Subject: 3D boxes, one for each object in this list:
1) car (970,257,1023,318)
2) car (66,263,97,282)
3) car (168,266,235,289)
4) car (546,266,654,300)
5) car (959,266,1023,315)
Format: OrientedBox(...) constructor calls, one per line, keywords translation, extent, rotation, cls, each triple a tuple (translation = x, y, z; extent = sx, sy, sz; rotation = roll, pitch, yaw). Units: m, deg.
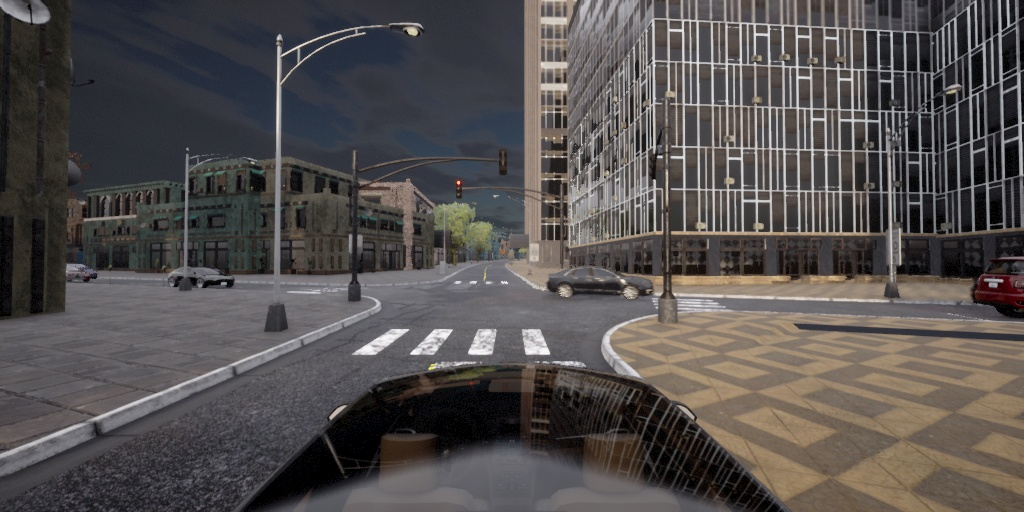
OrientedBox(translation=(16.301, 0.922, 9.653), extent=(5.009, 1.841, 2.192), rotation=(0, 0, 20), cls="car")
OrientedBox(translation=(-35.317, 1.403, 28.227), extent=(4.207, 1.307, 1.802), rotation=(0, 0, 20), cls="car")
OrientedBox(translation=(-19.653, 1.324, 22.633), extent=(4.313, 1.339, 1.948), rotation=(0, 0, 20), cls="car")
OrientedBox(translation=(4.060, 1.226, 16.887), extent=(4.892, 1.490, 1.837), rotation=(-1, -1, 20), cls="car")
OrientedBox(translation=(18.736, 1.131, 11.657), extent=(5.008, 1.535, 1.882), rotation=(0, -1, 20), cls="car")
